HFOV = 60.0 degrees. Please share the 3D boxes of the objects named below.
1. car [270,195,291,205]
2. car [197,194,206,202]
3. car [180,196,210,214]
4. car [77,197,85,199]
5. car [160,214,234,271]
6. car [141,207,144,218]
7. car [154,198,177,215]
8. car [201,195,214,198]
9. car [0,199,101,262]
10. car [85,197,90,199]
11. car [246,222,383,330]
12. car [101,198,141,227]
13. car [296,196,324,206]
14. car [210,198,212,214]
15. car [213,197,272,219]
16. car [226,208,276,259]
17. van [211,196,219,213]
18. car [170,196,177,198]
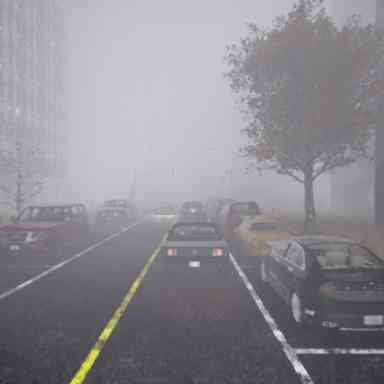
[{"bbox_3d":[16.582,1.492,64.547,5.009,1.841,2.192,0,1,0],"label":"car"},{"bbox_3d":[2.567,1.603,89.746,2.192,1.841,5.009,-1,0,0],"label":"car"},{"bbox_3d":[0.092,1.443,27.082,2.097,1.767,4.553,0,0,0],"label":"car"},{"bbox_3d":[-21.242,1.739,56.335,4.829,1.417,1.752,0,1,0],"label":"car"},{"bbox_3d":[0.085,1.638,11.064,1.895,1.301,4.718,0,0,0],"label":"car"},{"bbox_3d":[-5.317,1.622,29.266,1.752,1.417,4.829,-1,0,0],"label":"car"},{"bbox_3d":[-2.826,1.681,35.546,1.994,1.385,4.181,0,0,0],"label":"car"},{"bbox_3d":[2.563,1.450,40.764,2.192,1.841,5.009,-1,0,0],"label":"car"},{"bbox_3d":[-5.325,1.357,12.491,2.192,1.841,5.009,-1,0,0],"label":"car"},{"bbox_3d":[-21.428,1.672,64.474,4.403,1.369,2.008,0,1,0],"label":"car"},{"bbox_3d":[2.557,1.574,6.871,2.008,1.369,4.403,-1,0,0],"label":"car"},{"bbox_3d":[-5.322,1.394,23.788,2.192,1.841,5.009,-1,0,0],"label":"car"},{"bbox_3d":[20.199,1.857,56.418,4.206,1.307,1.802,0,1,0],"label":"car"},{"bbox_3d":[2.566,1.682,35.114,1.947,1.339,4.313,-1,0,0],"label":"car"},{"bbox_3d":[2.556,1.376,18.169,2.192,1.841,5.009,-1,0,0],"label":"car"},{"bbox_3d":[2.558,1.568,12.689,1.752,1.417,4.829,-1,0,0],"label":"car"},{"bbox_3d":[2.559,1.420,23.818,1.690,1.788,3.998,-1,0,0],"label":"van"},{"bbox_3d":[-5.298,1.744,95.247,1.967,1.590,4.097,-1,0,0],"label":"car"}]
